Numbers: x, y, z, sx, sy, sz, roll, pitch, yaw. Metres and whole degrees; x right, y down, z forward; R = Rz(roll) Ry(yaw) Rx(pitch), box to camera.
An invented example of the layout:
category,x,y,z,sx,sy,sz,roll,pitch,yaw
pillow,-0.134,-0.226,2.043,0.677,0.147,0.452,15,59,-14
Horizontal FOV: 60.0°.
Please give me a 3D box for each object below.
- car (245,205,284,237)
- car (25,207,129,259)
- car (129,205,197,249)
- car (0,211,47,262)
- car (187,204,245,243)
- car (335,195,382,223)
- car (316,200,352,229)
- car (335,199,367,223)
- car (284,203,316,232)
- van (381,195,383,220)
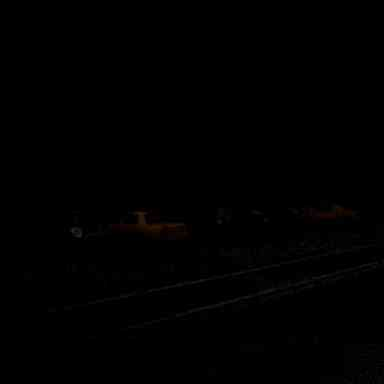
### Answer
category,x,y,z,sx,sy,sz,roll,pitch,yaw
car,2.232,1.531,17.996,4.674,1.452,2.002,-1,-1,33
car,-4.917,1.377,12.711,4.553,1.767,2.185,-1,-1,34
car,-2.664,1.498,14.545,5.366,1.575,1.946,-1,0,34
car,-7.284,1.505,10.941,5.008,1.535,2.097,-1,-1,34
car,-0.110,1.369,16.198,4.553,1.767,2.185,-1,0,33
car,11.602,1.351,25.259,4.553,1.767,2.185,-1,0,32
car,7.082,1.478,21.517,5.366,1.575,1.946,-1,-1,32
car,9.097,1.480,23.535,5.366,1.575,1.946,-1,-1,32
car,4.583,1.528,19.796,4.674,1.452,2.002,-1,-1,33
van,13.983,1.246,27.074,4.442,1.987,1.878,-1,-1,31
